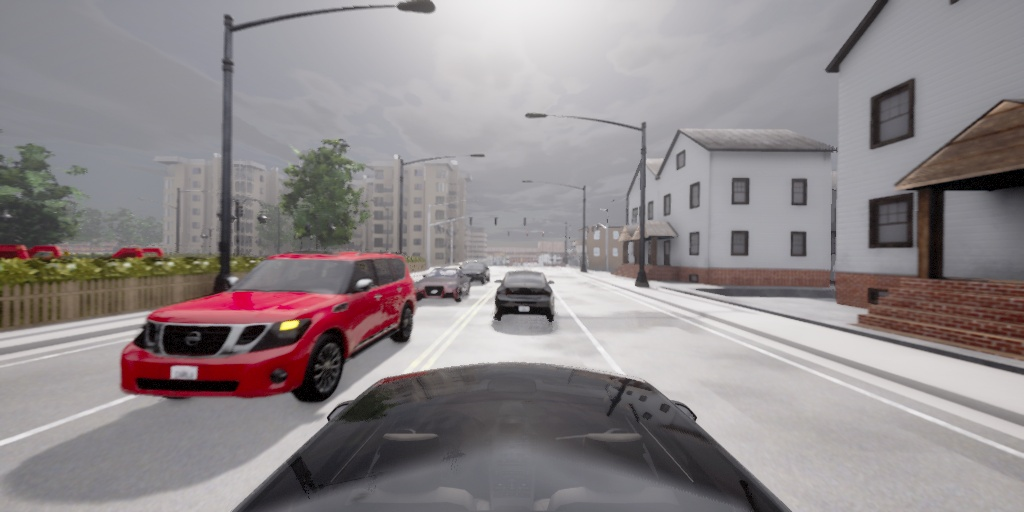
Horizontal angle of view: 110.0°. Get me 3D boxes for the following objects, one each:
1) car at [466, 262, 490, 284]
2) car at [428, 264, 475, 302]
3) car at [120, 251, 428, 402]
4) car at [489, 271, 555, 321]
[{"bbox_3d":[-2.726,1.185,26.545,1.882,1.535,5.008,1,0,2],"label":"car"},{"bbox_3d":[-3.109,1.268,16.603,1.994,1.385,4.181,1,0,2],"label":"car"},{"bbox_3d":[-3.470,0.924,6.670,2.150,2.045,5.566,1,0,2],"label":"car"},{"bbox_3d":[0.440,1.258,12.591,1.837,1.490,4.892,1,0,2],"label":"car"}]
